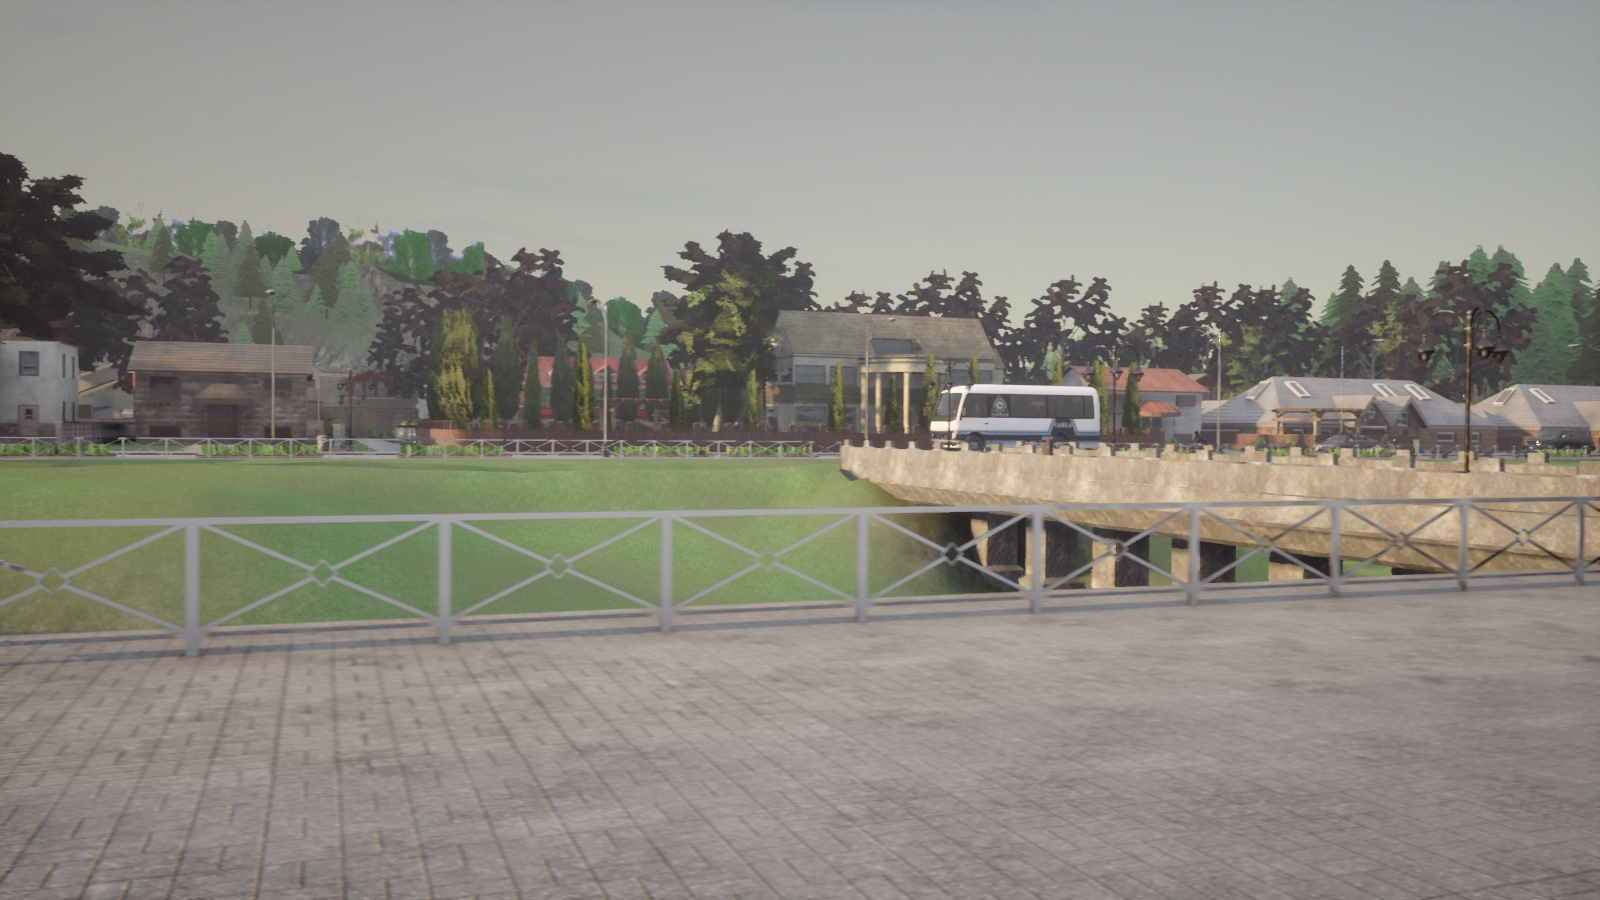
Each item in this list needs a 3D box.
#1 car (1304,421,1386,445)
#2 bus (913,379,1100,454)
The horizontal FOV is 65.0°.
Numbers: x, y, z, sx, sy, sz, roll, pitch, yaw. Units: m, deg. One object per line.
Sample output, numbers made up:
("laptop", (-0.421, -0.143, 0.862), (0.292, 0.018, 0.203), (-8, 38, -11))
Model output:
("car", (36.266, -1.114, 83.631), (4.902, 1.511, 2.128), (-1, 1, -21))
("bus", (12.240, -1.992, 74.459), (10.273, 4.253, 3.944), (-1, 1, -21))
